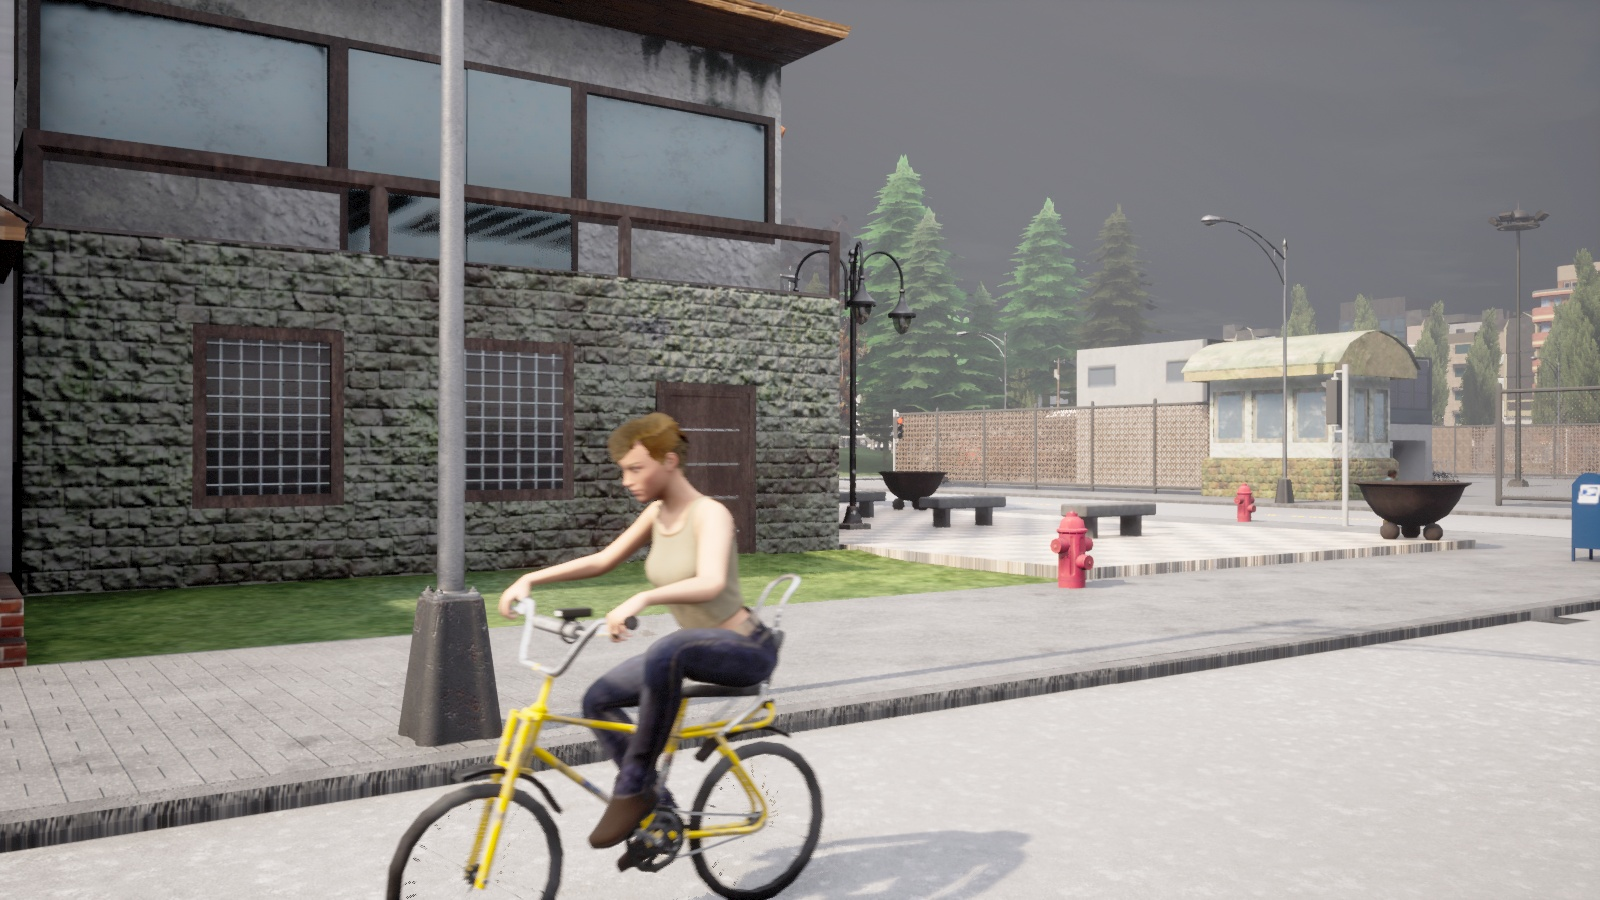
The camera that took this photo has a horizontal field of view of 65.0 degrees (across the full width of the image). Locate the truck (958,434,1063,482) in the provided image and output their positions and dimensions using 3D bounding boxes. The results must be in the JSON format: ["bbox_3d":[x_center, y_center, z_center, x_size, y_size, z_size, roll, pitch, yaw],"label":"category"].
[{"bbox_3d":[11.280,0.399,67.321,5.204,2.467,2.627,0,0,-35],"label":"truck"}]

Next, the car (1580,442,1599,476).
[{"bbox_3d":[49.202,0.539,73.557,2.150,2.045,5.566,0,0,-34],"label":"car"}]

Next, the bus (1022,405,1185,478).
[{"bbox_3d":[18.819,-0.482,77.448,10.273,4.253,3.944,0,0,-35],"label":"bus"}]

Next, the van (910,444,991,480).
[{"bbox_3d":[8.448,0.651,70.230,4.442,1.987,1.775,0,0,-35],"label":"van"}]

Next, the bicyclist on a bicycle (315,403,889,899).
[{"bbox_3d":[-0.592,0.692,3.850,1.509,1.612,0.866,0,0,-35],"label":"bicyclist on a bicycle"}]
